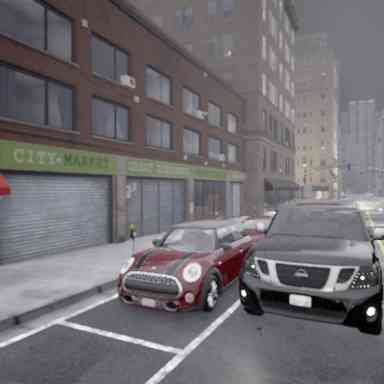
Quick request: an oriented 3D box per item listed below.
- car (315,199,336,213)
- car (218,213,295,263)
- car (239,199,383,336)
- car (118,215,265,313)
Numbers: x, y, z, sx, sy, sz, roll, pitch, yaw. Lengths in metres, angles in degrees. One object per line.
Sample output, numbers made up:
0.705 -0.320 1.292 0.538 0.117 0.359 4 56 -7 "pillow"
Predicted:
15.178 1.526 37.632 1.887 1.381 4.507 -1 0 27 "car"
2.629 1.578 12.682 1.802 1.307 4.206 -1 0 27 "car"
2.796 1.220 7.287 2.150 2.045 5.566 0 0 26 "car"
0.117 1.437 7.692 1.967 1.590 4.097 -1 0 27 "car"
